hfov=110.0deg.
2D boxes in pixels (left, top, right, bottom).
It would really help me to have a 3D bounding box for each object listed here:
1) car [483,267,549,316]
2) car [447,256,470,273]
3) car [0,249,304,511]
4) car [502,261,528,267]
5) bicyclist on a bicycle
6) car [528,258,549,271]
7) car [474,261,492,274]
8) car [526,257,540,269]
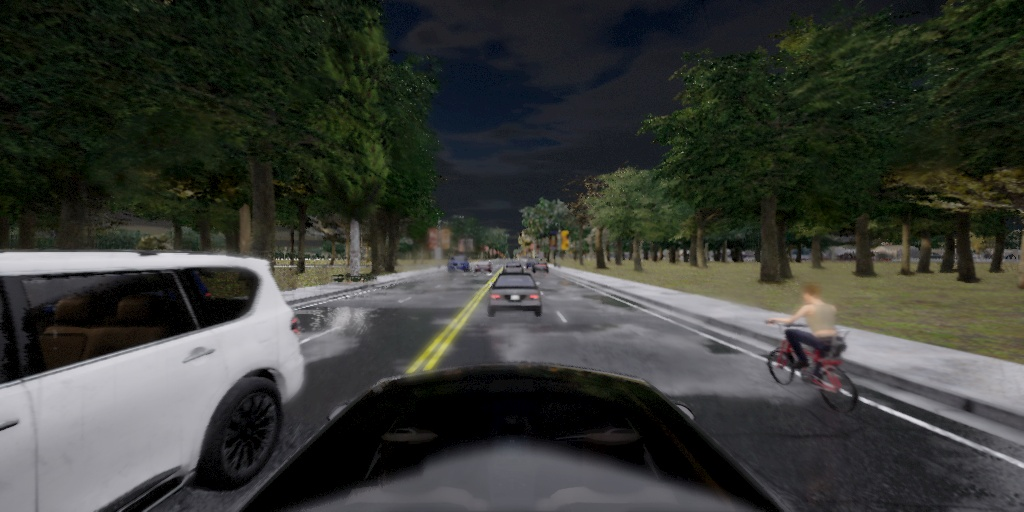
[{"bbox_3d":[0.102,1.300,13.344,2.033,1.411,5.357,0,0,0],"label":"car"},{"bbox_3d":[-6.580,0.991,44.761,2.150,2.045,5.566,0,0,0],"label":"car"},{"bbox_3d":[-3.350,0.972,1.643,2.150,2.045,5.566,0,0,0],"label":"car"},{"bbox_3d":[0.104,1.251,32.738,2.128,1.511,4.902,0,0,0],"label":"car"},{"bbox_3d":[4.164,1.187,5.072,0.866,1.612,1.509,0,0,0],"label":"bicyclist on a bicycle"},{"bbox_3d":[3.357,1.255,43.271,2.128,1.511,4.902,0,0,0],"label":"car"},{"bbox_3d":[-3.332,1.290,42.554,1.812,1.442,4.674,0,0,0],"label":"car"},{"bbox_3d":[3.319,1.127,57.376,2.097,1.767,4.553,0,0,0],"label":"car"}]
